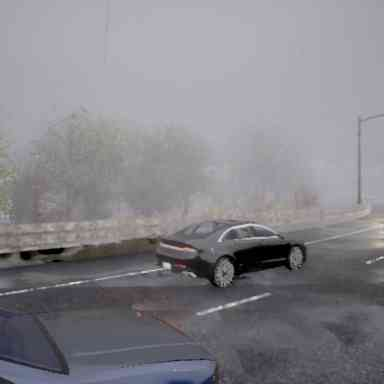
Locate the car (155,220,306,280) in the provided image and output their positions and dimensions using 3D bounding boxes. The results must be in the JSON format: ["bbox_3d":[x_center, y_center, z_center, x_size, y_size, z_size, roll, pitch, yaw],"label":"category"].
[{"bbox_3d":[1.290,1.536,9.370,4.902,1.511,2.128,0,0,-39],"label":"car"}]

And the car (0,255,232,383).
[{"bbox_3d":[-2.278,1.545,2.221,5.357,1.411,2.033,0,0,-36],"label":"car"}]
